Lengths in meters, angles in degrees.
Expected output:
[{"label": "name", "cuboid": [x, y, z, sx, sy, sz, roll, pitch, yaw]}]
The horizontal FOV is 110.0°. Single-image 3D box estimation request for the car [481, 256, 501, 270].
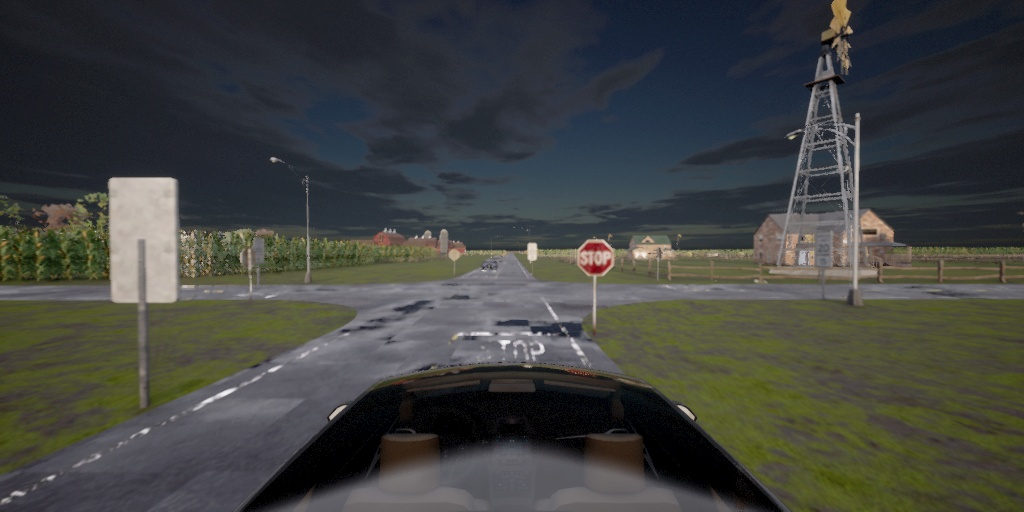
[{"label": "car", "cuboid": [-2.761, 1.036, 45.108, 1.994, 1.385, 4.181, 0, 1, 0]}]
